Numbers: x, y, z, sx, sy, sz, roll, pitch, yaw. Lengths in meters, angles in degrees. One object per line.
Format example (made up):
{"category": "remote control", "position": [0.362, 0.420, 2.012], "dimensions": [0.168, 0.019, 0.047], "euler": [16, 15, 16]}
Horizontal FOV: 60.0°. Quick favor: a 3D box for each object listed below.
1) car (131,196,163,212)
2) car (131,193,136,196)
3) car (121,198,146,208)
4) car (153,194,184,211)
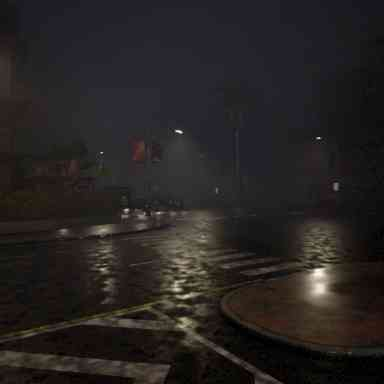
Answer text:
{"category": "car", "position": [-5.643, 1.526, 39.199], "dimensions": [1.812, 1.442, 4.674], "euler": [0, 0, -35]}
{"category": "car", "position": [-13.408, 1.220, 68.461], "dimensions": [2.150, 2.045, 5.566], "euler": [0, 0, -39]}
{"category": "car", "position": [-8.789, 1.601, 49.848], "dimensions": [1.895, 1.301, 4.718], "euler": [0, 0, -34]}
{"category": "car", "position": [-3.198, 1.221, 41.839], "dimensions": [2.150, 2.045, 5.566], "euler": [0, 0, -35]}
